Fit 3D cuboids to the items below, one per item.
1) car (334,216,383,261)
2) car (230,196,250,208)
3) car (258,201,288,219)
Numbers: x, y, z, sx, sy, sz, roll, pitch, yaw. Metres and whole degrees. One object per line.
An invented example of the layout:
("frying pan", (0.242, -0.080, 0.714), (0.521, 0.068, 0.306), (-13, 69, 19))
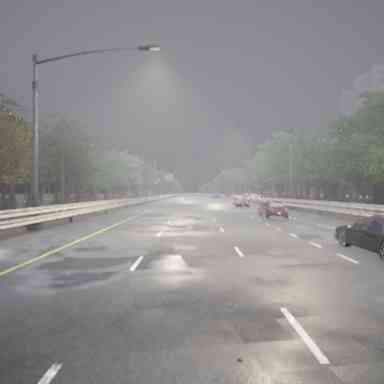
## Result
("car", (7.010, 1.552, 11.865), (2.033, 1.411, 5.357), (0, 0, 0))
("car", (7.125, 1.617, 48.578), (1.895, 1.301, 4.718), (0, 0, 0))
("car", (7.051, 1.543, 29.080), (1.812, 1.442, 4.674), (0, 0, 0))
